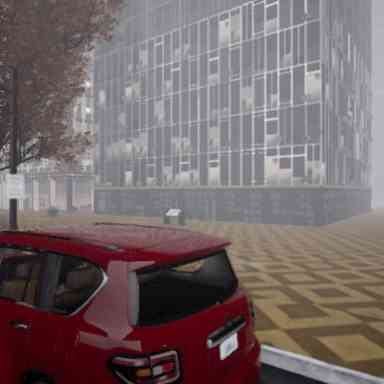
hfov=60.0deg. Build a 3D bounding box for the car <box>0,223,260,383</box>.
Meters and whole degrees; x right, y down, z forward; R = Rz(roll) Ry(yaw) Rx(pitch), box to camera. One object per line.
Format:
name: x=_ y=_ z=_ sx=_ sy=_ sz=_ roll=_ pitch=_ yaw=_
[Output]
car: x=-1.650 y=1.317 z=4.055 sx=5.009 sy=1.841 sz=2.192 roll=0 pitch=0 yaw=35
